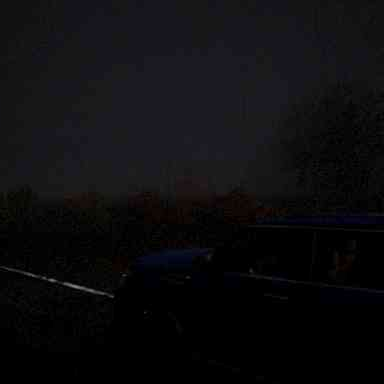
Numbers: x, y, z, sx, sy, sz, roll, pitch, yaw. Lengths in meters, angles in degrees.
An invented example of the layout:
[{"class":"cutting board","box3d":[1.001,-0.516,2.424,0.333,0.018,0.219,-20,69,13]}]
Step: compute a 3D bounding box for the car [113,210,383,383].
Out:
[{"class":"car","box3d":[1.505,1.242,4.072,5.566,2.045,2.150,0,0,35]}]
